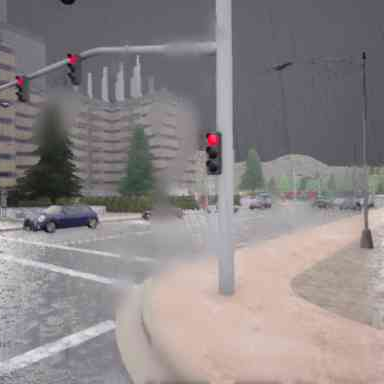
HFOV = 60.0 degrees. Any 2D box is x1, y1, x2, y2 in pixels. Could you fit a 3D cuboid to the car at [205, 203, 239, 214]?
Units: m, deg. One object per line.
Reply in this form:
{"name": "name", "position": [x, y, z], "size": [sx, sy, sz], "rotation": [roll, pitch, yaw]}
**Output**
{"name": "car", "position": [3.471, 1.825, 37.644], "size": [1.895, 1.301, 4.718], "rotation": [-1, 0, 36]}

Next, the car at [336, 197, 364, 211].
{"name": "car", "position": [20.370, 1.661, 42.726], "size": [1.994, 1.385, 4.181], "rotation": [-1, 0, 36]}

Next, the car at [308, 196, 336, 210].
{"name": "car", "position": [17.708, 1.643, 45.013], "size": [1.837, 1.490, 4.892], "rotation": [-1, 0, 36]}

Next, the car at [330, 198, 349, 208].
{"name": "car", "position": [23.647, 1.664, 53.201], "size": [1.812, 1.442, 4.674], "rotation": [-1, -1, 36]}

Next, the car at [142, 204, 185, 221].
{"name": "car", "position": [-2.493, 1.789, 29.446], "size": [1.994, 1.385, 4.181], "rotation": [-1, 0, 36]}

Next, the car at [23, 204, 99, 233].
{"name": "car", "position": [-8.332, 1.577, 21.392], "size": [2.097, 1.767, 4.553], "rotation": [-1, 0, 36]}

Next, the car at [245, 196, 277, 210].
{"name": "car", "position": [9.612, 1.728, 46.040], "size": [1.837, 1.490, 4.892], "rotation": [-1, 0, 37]}

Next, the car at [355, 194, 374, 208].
{"name": "car", "position": [26.205, 1.318, 50.769], "size": [2.150, 2.045, 5.566], "rotation": [-1, 0, 36]}
